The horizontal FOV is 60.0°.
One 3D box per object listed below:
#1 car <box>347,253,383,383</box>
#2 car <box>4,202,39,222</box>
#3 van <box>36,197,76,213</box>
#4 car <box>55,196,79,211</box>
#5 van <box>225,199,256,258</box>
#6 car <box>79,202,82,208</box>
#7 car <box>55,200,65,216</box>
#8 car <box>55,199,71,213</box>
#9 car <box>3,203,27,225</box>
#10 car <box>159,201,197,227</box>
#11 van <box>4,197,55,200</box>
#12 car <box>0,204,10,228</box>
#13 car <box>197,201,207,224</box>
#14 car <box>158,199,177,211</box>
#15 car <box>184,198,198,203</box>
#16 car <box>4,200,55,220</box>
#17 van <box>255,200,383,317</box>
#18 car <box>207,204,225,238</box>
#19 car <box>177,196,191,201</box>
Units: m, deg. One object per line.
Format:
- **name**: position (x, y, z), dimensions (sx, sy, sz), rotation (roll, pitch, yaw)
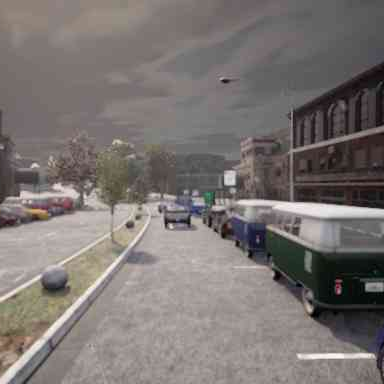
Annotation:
- **car**: position (2.989, 1.517, 1.832), dimensions (2.002, 1.452, 4.674), rotation (0, 0, 0)
- **car**: position (-15.074, 1.756, 26.213), dimensions (4.674, 1.452, 2.002), rotation (0, -1, -6)
- **van**: position (-17.252, 1.599, 42.331), dimensions (4.442, 1.987, 1.878), rotation (0, 0, -9)
- **car**: position (-16.946, 1.562, 39.599), dimensions (5.566, 2.045, 2.435), rotation (0, 0, -9)
- **van**: position (2.648, 1.306, 13.037), dimensions (1.878, 1.987, 4.442), rotation (0, 0, -2)
- **car**: position (-17.843, 1.711, 45.027), dimensions (4.553, 1.767, 2.185), rotation (0, 0, -9)
- **car**: position (-16.102, 1.821, 34.322), dimensions (4.674, 1.452, 2.002), rotation (0, 0, -8)
- **car**: position (-16.458, 1.827, 36.914), dimensions (4.792, 1.488, 2.163), rotation (0, 0, -8)
- **car**: position (-14.752, 1.720, 23.500), dimensions (4.792, 1.488, 2.163), rotation (0, -1, -5)
- **car**: position (-1.146, 1.658, 24.213), dimensions (2.128, 1.511, 4.902), rotation (0, 0, -5)
- **van**: position (-15.852, 1.536, 31.620), dimensions (4.442, 1.987, 1.878), rotation (0, 0, -7)
- **car**: position (-14.548, 1.692, 20.779), dimensions (4.792, 1.488, 2.163), rotation (0, -1, -5)
- **car**: position (1.856, 1.635, 23.959), dimensions (2.097, 1.535, 5.008), rotation (0, 0, -5)
- **car**: position (-3.331, 1.902, 42.065), dimensions (1.895, 1.301, 4.718), rotation (0, 0, -8)
- **car**: position (0.561, 1.717, 34.663), dimensions (1.882, 1.535, 5.008), rotation (0, 0, -7)
- **car**: position (-15.205, 1.735, 28.945), dimensions (5.366, 1.575, 1.946), rotation (0, 0, -7)
- **van**: position (2.887, 1.268, 7.504), dimensions (1.878, 1.987, 4.442), rotation (0, 0, -1)
- **car**: position (2.315, 1.614, 18.485), dimensions (2.163, 1.488, 4.792), rotation (0, -1, -3)
- **car**: position (-1.229, 1.537, 47.000), dimensions (2.150, 2.045, 5.566), rotation (0, 0, -8)
